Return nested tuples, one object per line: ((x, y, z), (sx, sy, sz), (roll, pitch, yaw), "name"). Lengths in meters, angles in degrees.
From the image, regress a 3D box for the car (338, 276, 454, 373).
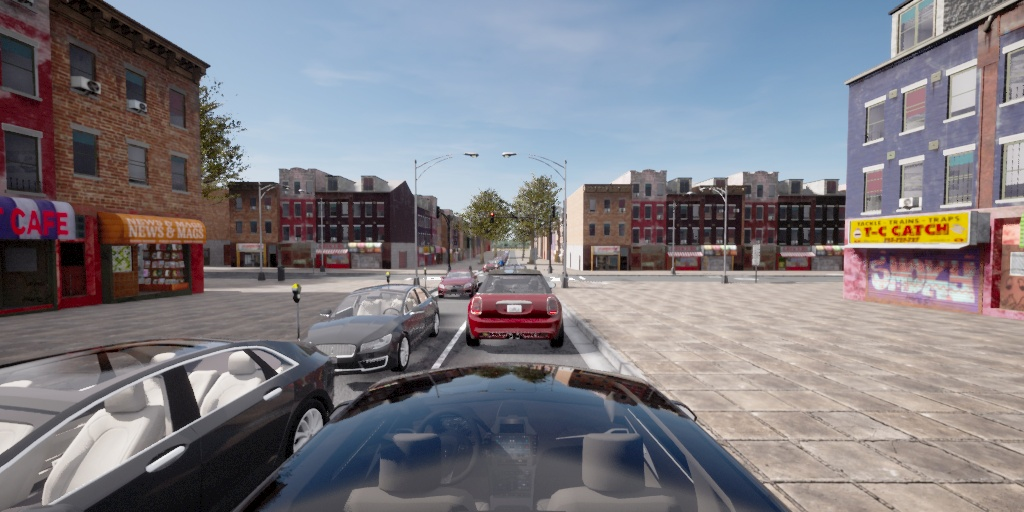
((-2.632, 1.298, 7.446), (2.007, 1.370, 4.403), (0, 0, 0), "car")

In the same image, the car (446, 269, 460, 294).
((-2.617, 1.332, 18.340), (1.802, 1.307, 4.207), (0, 0, 0), "car")

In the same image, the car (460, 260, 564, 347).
((0.109, 1.099, 9.491), (2.097, 1.767, 4.553), (0, 0, 2), "car")

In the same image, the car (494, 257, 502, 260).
((-2.578, 1.232, 45.116), (1.967, 1.591, 4.097), (0, 0, 0), "car")

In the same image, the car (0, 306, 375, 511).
((-2.640, 1.300, 1.998), (2.007, 1.370, 4.403), (0, 0, 0), "car")
